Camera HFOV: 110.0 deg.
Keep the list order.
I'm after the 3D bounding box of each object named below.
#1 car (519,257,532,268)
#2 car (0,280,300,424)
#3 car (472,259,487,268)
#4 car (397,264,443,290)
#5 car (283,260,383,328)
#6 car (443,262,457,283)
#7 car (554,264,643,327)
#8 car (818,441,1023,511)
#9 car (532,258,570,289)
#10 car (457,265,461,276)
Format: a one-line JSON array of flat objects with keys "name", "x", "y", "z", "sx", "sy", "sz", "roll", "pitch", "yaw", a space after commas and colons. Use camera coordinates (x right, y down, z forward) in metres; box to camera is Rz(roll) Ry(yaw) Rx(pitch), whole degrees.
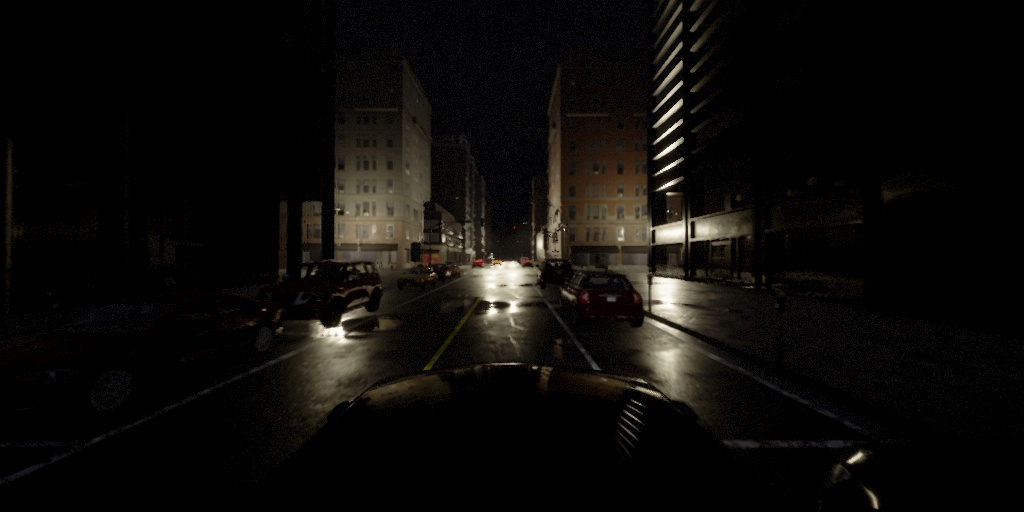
[{"name": "car", "x": 2.652, "y": 1.337, "z": 61.108, "sx": 1.802, "sy": 1.307, "sz": 4.207, "roll": 0, "pitch": 0, "yaw": 0}, {"name": "car", "x": -5.858, "y": 1.295, "z": 5.972, "sx": 1.888, "sy": 1.381, "sz": 4.507, "roll": 0, "pitch": 0, "yaw": 0}, {"name": "car", "x": -5.874, "y": 1.301, "z": 61.115, "sx": 1.888, "sy": 1.381, "sz": 4.507, "roll": 0, "pitch": 0, "yaw": 0}, {"name": "car", "x": -5.863, "y": 1.277, "z": 22.676, "sx": 1.751, "sy": 1.417, "sz": 4.829, "roll": 0, "pitch": 0, "yaw": 0}, {"name": "car", "x": -5.860, "y": 1.065, "z": 11.597, "sx": 2.192, "sy": 1.841, "sz": 5.009, "roll": 0, "pitch": 0, "yaw": 0}, {"name": "car", "x": -5.865, "y": 1.297, "z": 28.470, "sx": 1.888, "sy": 1.381, "sz": 4.507, "roll": 0, "pitch": 0, "yaw": 0}, {"name": "car", "x": 2.667, "y": 1.190, "z": 11.590, "sx": 1.967, "sy": 1.591, "sz": 4.097, "roll": 0, "pitch": 0, "yaw": 0}, {"name": "car", "x": 2.670, "y": 1.300, "z": 0.342, "sx": 2.007, "sy": 1.370, "sz": 4.403, "roll": 0, "pitch": 0, "yaw": 0}, {"name": "car", "x": 2.663, "y": 1.066, "z": 22.839, "sx": 2.192, "sy": 1.841, "sz": 5.009, "roll": 0, "pitch": 0, "yaw": 0}, {"name": "car", "x": -5.866, "y": 1.278, "z": 33.925, "sx": 1.751, "sy": 1.417, "sz": 4.829, "roll": 0, "pitch": 0, "yaw": 0}]
